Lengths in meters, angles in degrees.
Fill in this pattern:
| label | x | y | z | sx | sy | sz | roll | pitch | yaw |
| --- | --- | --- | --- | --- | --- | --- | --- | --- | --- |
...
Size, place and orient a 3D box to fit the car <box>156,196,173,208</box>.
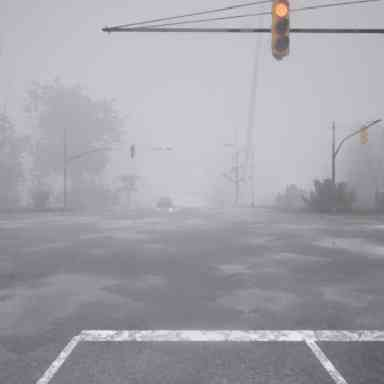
| label | x | y | z | sx | sy | sz | roll | pitch | yaw |
| --- | --- | --- | --- | --- | --- | --- | --- | --- | --- |
| car | -3.500 | 1.360 | 43.318 | 1.837 | 1.490 | 4.892 | 0 | -1 | 0 |
